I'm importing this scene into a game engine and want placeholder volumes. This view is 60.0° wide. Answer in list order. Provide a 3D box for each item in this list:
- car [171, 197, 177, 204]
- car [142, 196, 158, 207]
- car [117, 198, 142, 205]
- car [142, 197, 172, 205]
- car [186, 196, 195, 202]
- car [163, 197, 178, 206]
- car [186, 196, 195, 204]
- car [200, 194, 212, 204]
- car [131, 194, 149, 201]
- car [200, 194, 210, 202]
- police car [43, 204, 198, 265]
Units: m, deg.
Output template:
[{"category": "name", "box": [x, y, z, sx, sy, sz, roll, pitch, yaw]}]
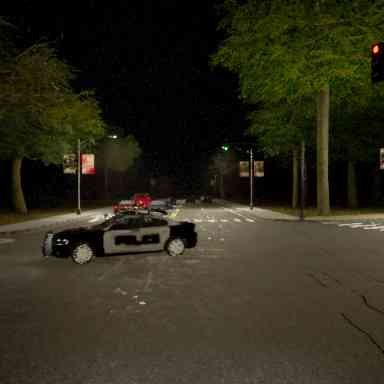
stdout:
[{"category": "car", "box": [-3.525, 1.562, 44.521, 2.033, 1.411, 5.357, 0, 0, 0]}, {"category": "car", "box": [-6.827, 1.502, 54.615, 1.882, 1.535, 5.008, 0, 0, 0]}, {"category": "car", "box": [-6.737, 1.574, 34.479, 1.994, 1.385, 4.181, 0, 0, 0]}, {"category": "car", "box": [-3.489, 1.557, 34.442, 2.033, 1.411, 5.357, 0, 0, 0]}, {"category": "car", "box": [-0.384, 1.506, 74.773, 1.895, 1.301, 4.718, 0, 0, 0]}, {"category": "car", "box": [-3.577, 1.573, 56.094, 2.033, 1.411, 5.357, 0, 0, 0]}, {"category": "car", "box": [-0.330, 1.586, 64.317, 2.033, 1.411, 5.357, 0, 0, 0]}, {"category": "car", "box": [2.920, 1.586, 64.334, 2.033, 1.411, 5.357, 0, 0, 0]}, {"category": "car", "box": [-6.778, 1.236, 43.960, 2.150, 2.045, 5.566, 0, 0, 0]}, {"category": "car", "box": [2.866, 1.266, 74.730, 2.097, 1.767, 4.553, 0, 0, 0]}, {"category": "police car", "box": [-2.344, 1.428, 11.644, 5.238, 1.638, 1.930, 0, 0, -23]}]
